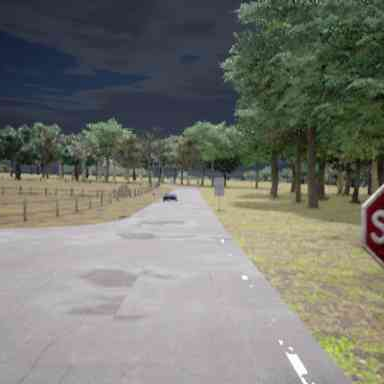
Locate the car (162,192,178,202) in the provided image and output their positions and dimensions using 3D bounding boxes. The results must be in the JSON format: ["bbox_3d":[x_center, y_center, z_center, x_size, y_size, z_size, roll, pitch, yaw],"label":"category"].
[{"bbox_3d":[-2.919,0.626,44.729,1.895,1.301,4.718,0,2,0],"label":"car"}]
